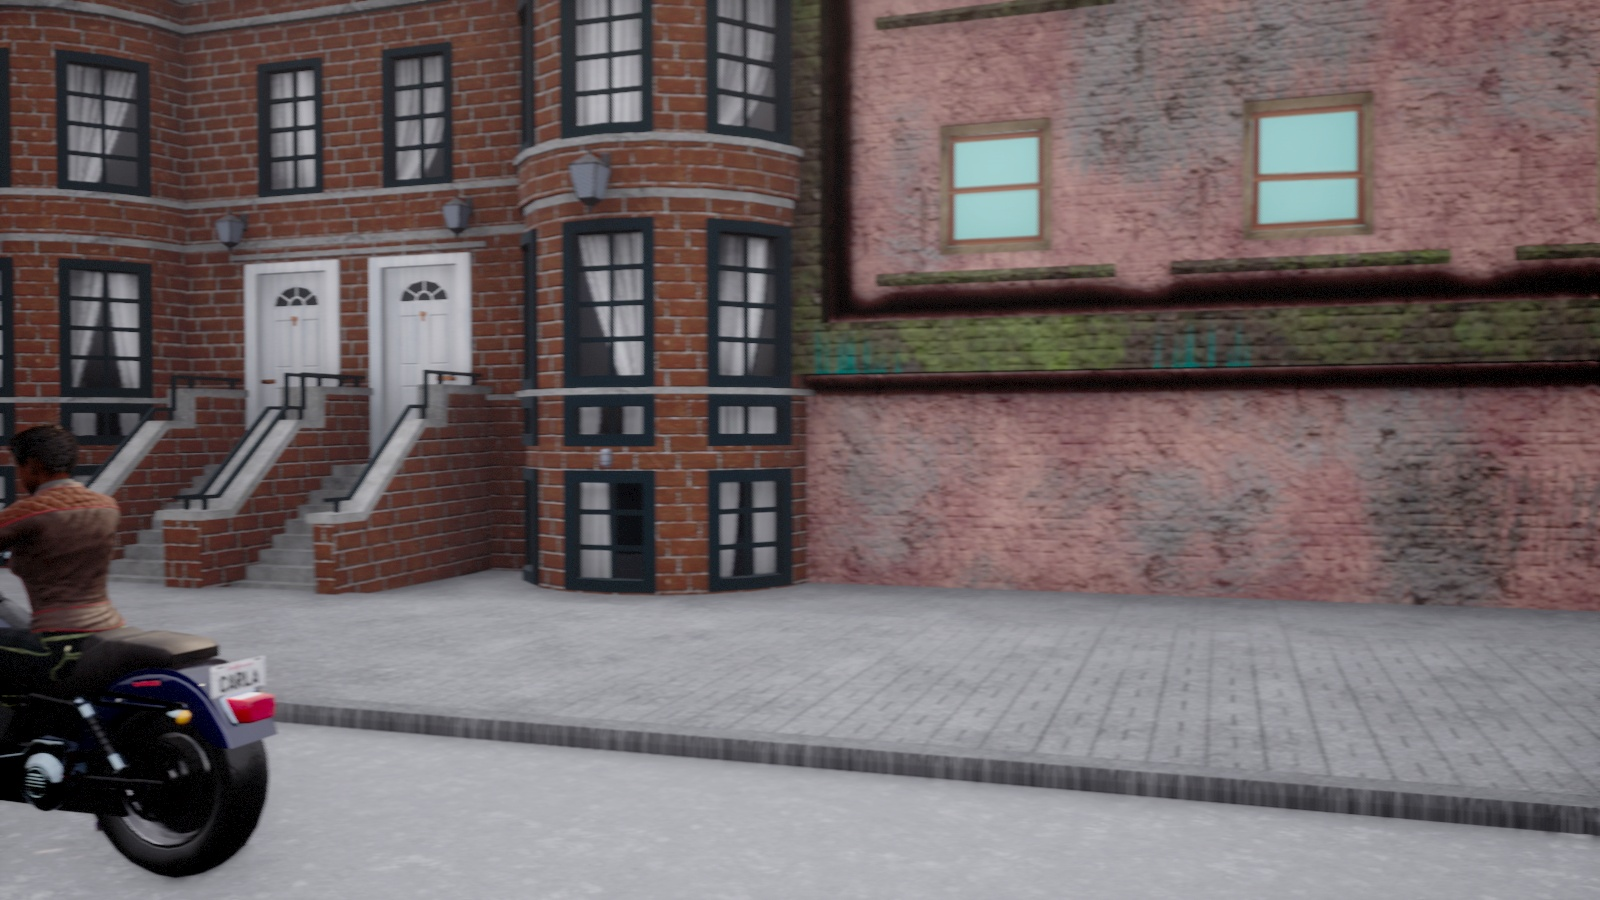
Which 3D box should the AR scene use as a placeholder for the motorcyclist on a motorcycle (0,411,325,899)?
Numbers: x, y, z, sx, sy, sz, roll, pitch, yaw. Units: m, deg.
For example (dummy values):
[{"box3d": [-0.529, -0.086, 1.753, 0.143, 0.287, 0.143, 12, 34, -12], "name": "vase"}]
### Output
[{"box3d": [-3.029, 0.690, 4.738, 2.350, 1.649, 0.766, 0, 1, 19], "name": "motorcyclist on a motorcycle"}]
